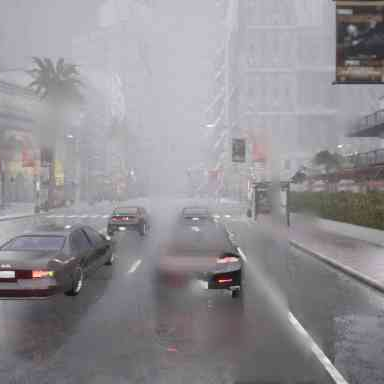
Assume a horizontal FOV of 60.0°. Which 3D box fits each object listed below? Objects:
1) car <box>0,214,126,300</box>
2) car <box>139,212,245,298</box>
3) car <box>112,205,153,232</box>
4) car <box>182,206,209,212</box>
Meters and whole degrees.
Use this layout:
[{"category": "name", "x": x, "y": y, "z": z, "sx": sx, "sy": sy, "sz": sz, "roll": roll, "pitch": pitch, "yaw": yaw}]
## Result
[{"category": "car", "x": -3.359, "y": 1.547, "z": 8.571, "sx": 2.033, "sy": 1.411, "sz": 5.357, "roll": 0, "pitch": 0, "yaw": 0}, {"category": "car", "x": 0.148, "y": 1.492, "z": 8.518, "sx": 2.128, "sy": 1.511, "sz": 4.902, "roll": 0, "pitch": 0, "yaw": 0}, {"category": "car", "x": -3.316, "y": 1.505, "z": 18.315, "sx": 1.837, "sy": 1.490, "sz": 4.892, "roll": 0, "pitch": 0, "yaw": 0}, {"category": "car", "x": 0.180, "y": 1.505, "z": 17.935, "sx": 1.837, "sy": 1.490, "sz": 4.892, "roll": 0, "pitch": 0, "yaw": 0}]
